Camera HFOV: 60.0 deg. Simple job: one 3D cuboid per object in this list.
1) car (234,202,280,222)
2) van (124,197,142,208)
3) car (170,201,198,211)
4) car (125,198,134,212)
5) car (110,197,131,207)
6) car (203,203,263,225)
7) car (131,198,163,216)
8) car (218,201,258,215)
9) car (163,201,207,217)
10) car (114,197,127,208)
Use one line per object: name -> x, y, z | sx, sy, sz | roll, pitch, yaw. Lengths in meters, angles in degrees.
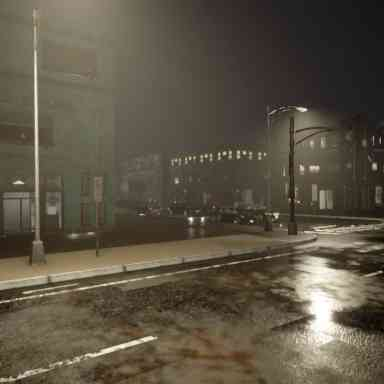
car -> 5.199, 1.715, 28.111 | 2.128, 1.511, 4.902 | -1, 0, -37
van -> -10.834, 1.906, 60.601 | 1.690, 1.788, 3.998 | -1, 0, -35
car -> -1.196, 1.965, 47.075 | 1.802, 1.307, 4.206 | -2, 0, -35
car -> -7.035, 1.989, 45.339 | 1.812, 1.442, 4.674 | -1, 0, -35
car -> -14.046, 1.939, 65.110 | 2.192, 1.841, 5.009 | -1, 0, -35
car -> 3.139, 1.814, 26.330 | 1.947, 1.339, 4.313 | -2, 0, -35
car -> -4.814, 1.845, 37.704 | 1.967, 1.590, 4.097 | -1, 0, -35
car -> 5.224, 1.809, 38.058 | 2.008, 1.369, 4.403 | -2, 0, -35
car -> -0.819, 1.847, 36.579 | 1.837, 1.490, 4.892 | -1, 0, -36
car -> -12.338, 2.084, 58.270 | 1.837, 1.490, 4.892 | -1, 0, -35
